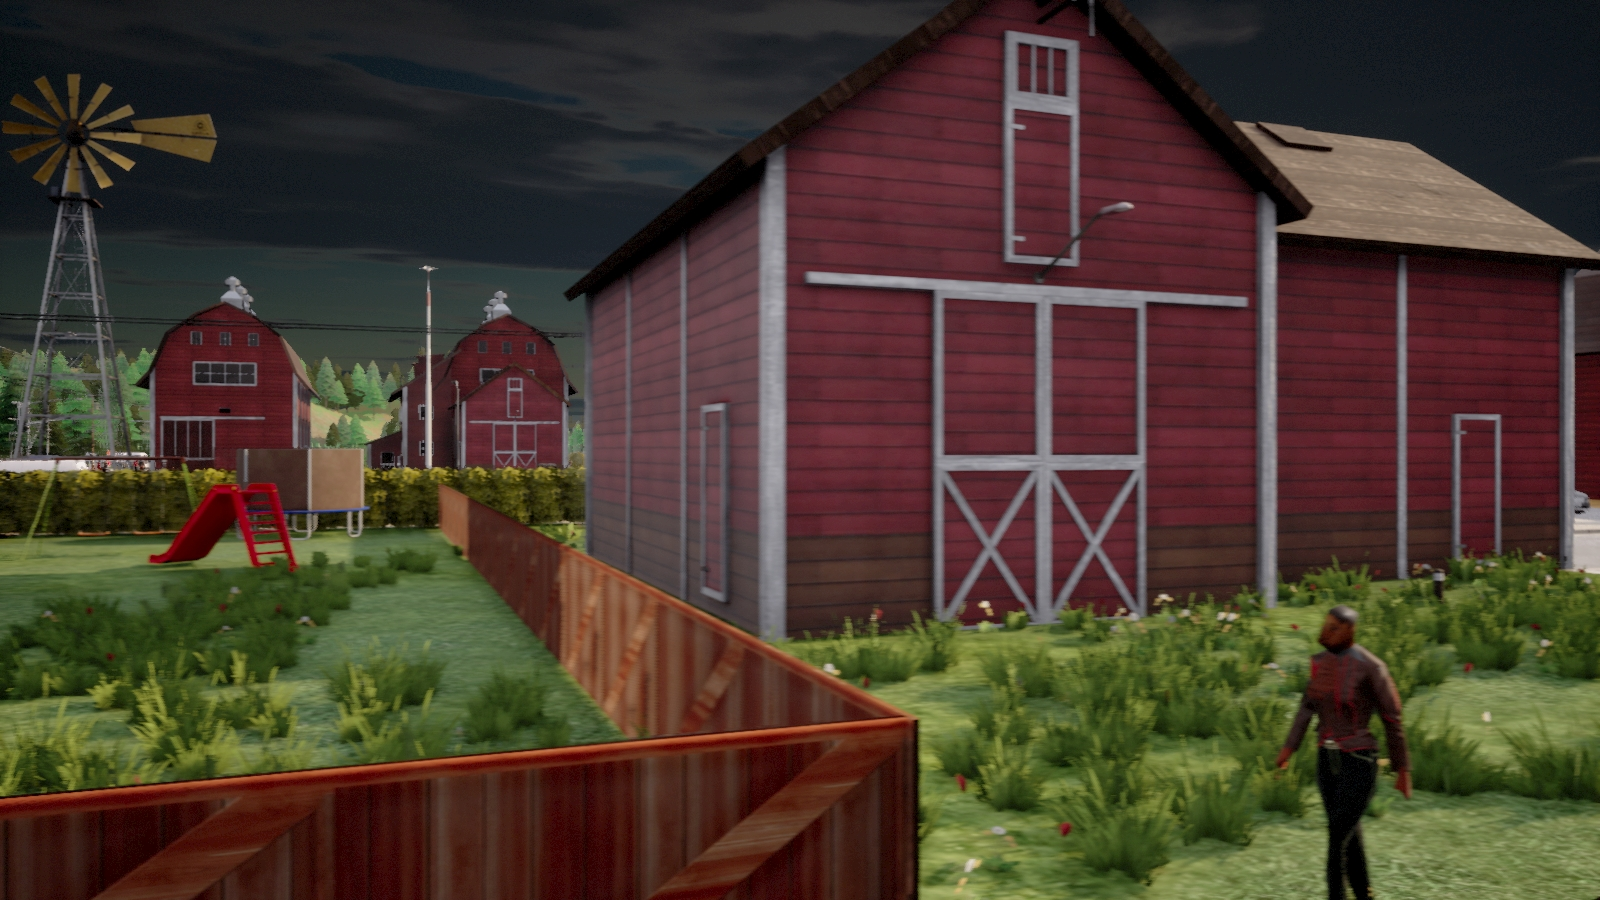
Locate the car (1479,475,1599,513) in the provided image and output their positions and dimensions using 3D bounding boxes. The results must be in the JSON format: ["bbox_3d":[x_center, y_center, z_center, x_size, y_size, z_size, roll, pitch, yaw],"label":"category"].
[{"bbox_3d":[32.764,1.921,50.777,2.128,1.511,4.902,0,0,-2],"label":"car"}]

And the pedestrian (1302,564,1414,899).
[{"bbox_3d":[2.945,1.555,6.037,0.375,1.860,0.375,0,0,-23],"label":"pedestrian"}]

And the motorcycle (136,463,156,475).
[{"bbox_3d":[-74.305,2.142,129.796,1.805,1.316,0.856,0,-2,-12],"label":"motorcycle"}]
